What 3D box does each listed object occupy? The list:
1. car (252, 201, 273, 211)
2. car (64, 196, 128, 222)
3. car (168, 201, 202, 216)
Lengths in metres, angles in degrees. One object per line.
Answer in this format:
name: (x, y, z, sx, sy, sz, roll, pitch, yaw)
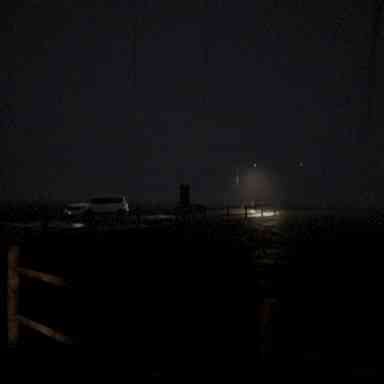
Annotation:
car: (11.678, 2.232, 54.845, 1.882, 1.535, 5.008, 1, -1, 36)
car: (-7.822, 1.321, 27.808, 2.150, 2.045, 5.566, 1, -1, 36)
car: (-0.728, 1.824, 37.701, 2.128, 1.511, 4.902, 1, -1, 36)
